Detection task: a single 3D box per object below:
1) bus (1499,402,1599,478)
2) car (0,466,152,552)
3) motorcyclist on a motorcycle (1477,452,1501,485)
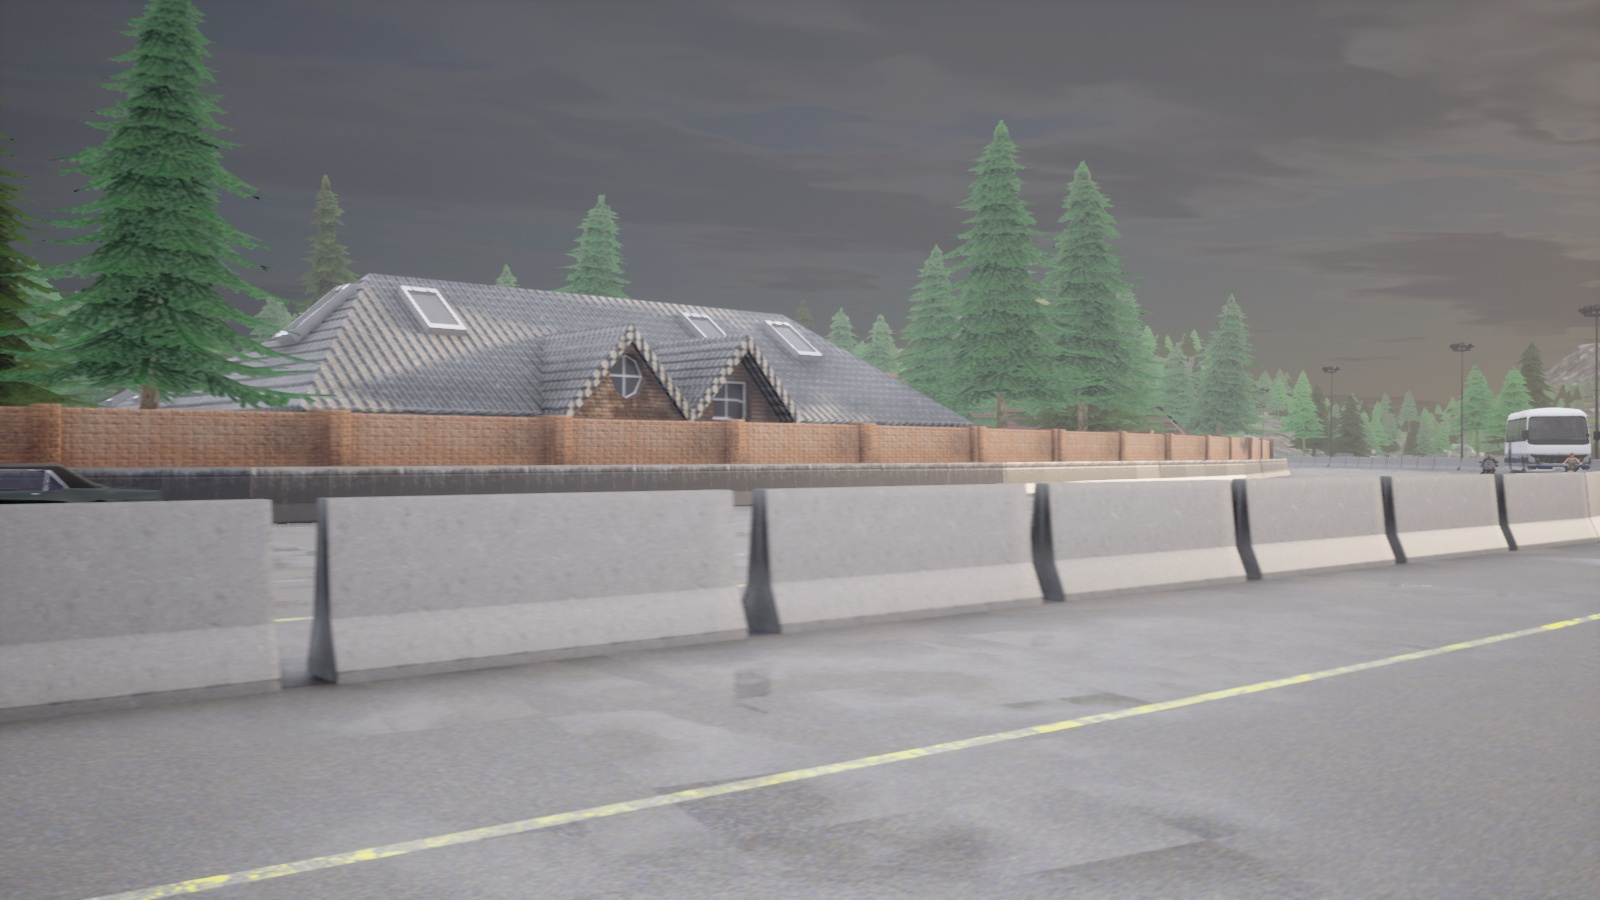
[{"bbox_3d":[44.636,-0.538,75.051,3.944,4.253,10.273,0,0,23],"label":"bus"},{"bbox_3d":[-13.135,0.924,20.071,4.718,1.301,1.895,0,0,-36],"label":"car"},{"bbox_3d":[32.261,0.859,58.789,0.866,1.530,2.191,-1,-1,31],"label":"motorcyclist on a motorcycle"}]
